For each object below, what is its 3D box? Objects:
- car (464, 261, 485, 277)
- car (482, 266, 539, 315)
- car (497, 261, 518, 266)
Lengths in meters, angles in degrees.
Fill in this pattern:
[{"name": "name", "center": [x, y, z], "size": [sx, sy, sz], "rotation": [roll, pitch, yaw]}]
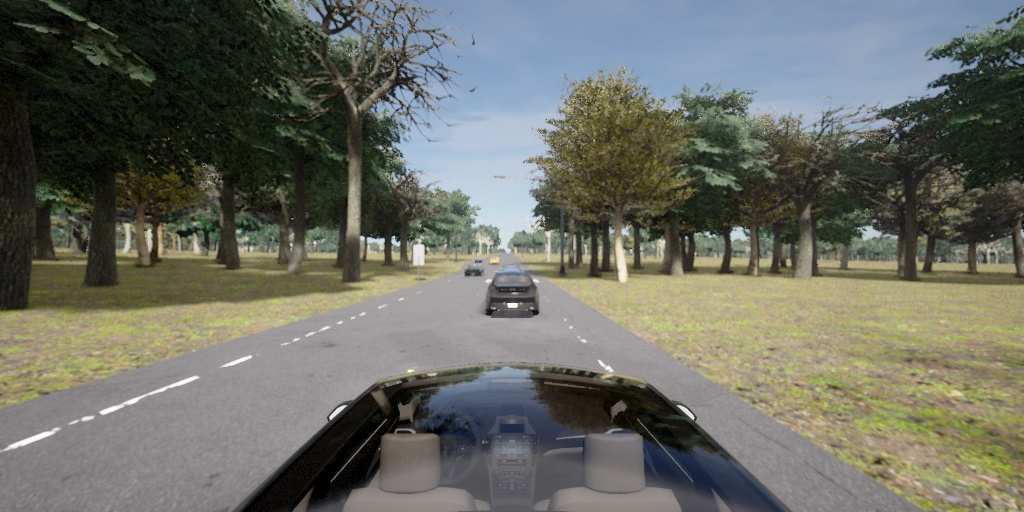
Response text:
[{"name": "car", "center": [-3.812, 1.465, 36.927], "size": [1.895, 1.301, 4.718], "rotation": [0, 0, -1]}, {"name": "car", "center": [0.018, 1.330, 14.036], "size": [1.837, 1.490, 4.892], "rotation": [0, 0, 0]}, {"name": "car", "center": [-0.072, 1.415, 32.788], "size": [2.033, 1.411, 5.357], "rotation": [0, 0, 0]}]
